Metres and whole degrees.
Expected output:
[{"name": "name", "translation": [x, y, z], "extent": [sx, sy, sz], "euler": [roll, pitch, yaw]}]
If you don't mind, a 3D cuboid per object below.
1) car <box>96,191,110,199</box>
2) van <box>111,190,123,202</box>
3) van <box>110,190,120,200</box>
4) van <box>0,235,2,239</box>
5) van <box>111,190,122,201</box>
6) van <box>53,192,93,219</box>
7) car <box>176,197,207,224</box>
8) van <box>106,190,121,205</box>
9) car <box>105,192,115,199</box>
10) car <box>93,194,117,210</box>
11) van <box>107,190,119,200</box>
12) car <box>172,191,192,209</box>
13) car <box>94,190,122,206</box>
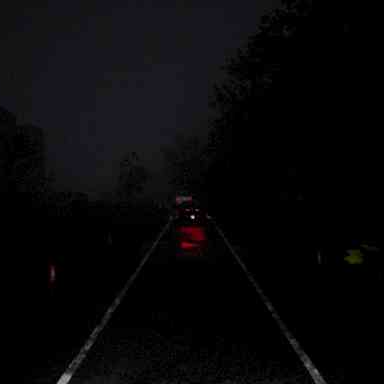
[{"name": "car", "translation": [-24.176, 0.747, 90.212], "extent": [2.435, 2.045, 5.566], "euler": [2, -2, -26]}, {"name": "van", "translation": [-13.203, 0.732, 58.495], "extent": [1.878, 1.987, 4.442], "euler": [1, -1, -15]}, {"name": "van", "translation": [-16.087, 0.697, 69.286], "extent": [1.878, 1.987, 4.442], "euler": [1, -1, -16]}, {"name": "van", "translation": [-9.103, 1.082, 15.321], "extent": [1.878, 1.987, 4.442], "euler": [0, -1, -3]}, {"name": "van", "translation": [-14.556, 0.708, 63.909], "extent": [1.878, 1.987, 4.442], "euler": [1, -1, -16]}, {"name": "van", "translation": [-9.277, 1.003, 25.272], "extent": [1.878, 1.987, 4.442], "euler": [0, -1, -2]}, {"name": "car", "translation": [-0.008, 1.318, 23.264], "extent": [1.837, 1.490, 4.892], "euler": [0, 0, -1]}, {"name": "van", "translation": [-11.146, 0.811, 47.500], "extent": [1.878, 1.987, 4.442], "euler": [1, -1, -10]}, {"name": "car", "translation": [-19.710, 0.930, 79.789], "extent": [1.946, 1.575, 5.366], "euler": [1, -1, -20]}, {"name": "car", "translation": [-9.900, 1.176, 36.510], "extent": [2.002, 1.452, 4.674], "euler": [0, -1, -5]}, {"name": "van", "translation": [-17.804, 0.697, 74.611], "extent": [1.878, 1.987, 4.442], "euler": [1, -1, -21]}, {"name": "car", "translation": [-1.175, 0.872, 40.174], "extent": [2.150, 2.045, 5.566], "euler": [0, 1, -6]}, {"name": "car", "translation": [-10.429, 0.836, 42.044], "extent": [2.435, 2.045, 5.566], "euler": [1, -1, -9]}]
